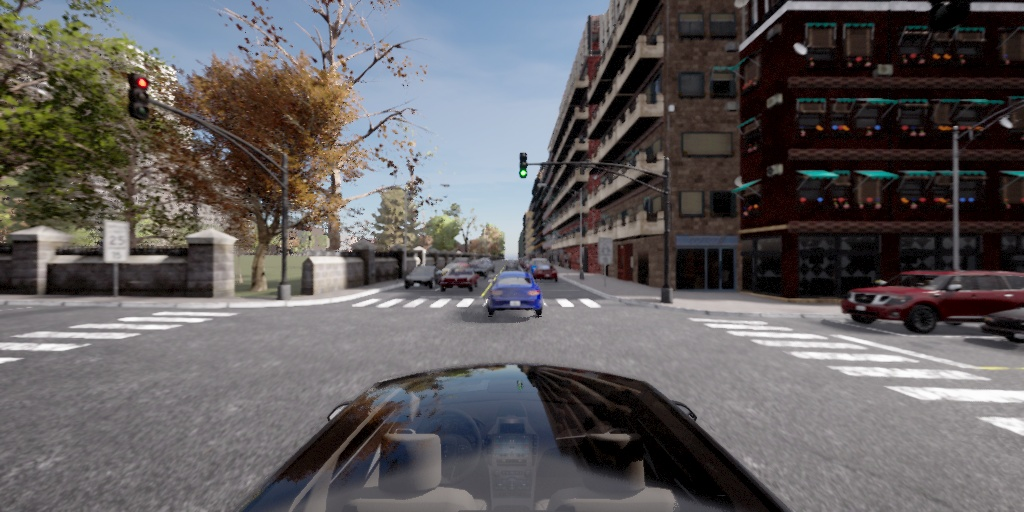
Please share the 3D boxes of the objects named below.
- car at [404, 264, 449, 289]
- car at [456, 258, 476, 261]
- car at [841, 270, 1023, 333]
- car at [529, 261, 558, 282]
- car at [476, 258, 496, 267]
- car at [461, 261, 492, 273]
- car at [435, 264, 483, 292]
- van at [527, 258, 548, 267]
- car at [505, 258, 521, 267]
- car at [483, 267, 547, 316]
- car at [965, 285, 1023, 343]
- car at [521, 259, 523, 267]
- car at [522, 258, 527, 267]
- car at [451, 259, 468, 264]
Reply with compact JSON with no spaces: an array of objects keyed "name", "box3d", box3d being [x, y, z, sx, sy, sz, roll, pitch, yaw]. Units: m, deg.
[{"name":"car","box3d":[-5.696,1.348,23.606,1.948,1.339,4.313,0,0,0]},{"name":"car","box3d":[-5.700,1.131,40.497,2.192,1.841,5.009,0,0,0]},{"name":"car","box3d":[13.446,1.360,11.270,5.009,1.841,2.192,0,0,-1]},{"name":"car","box3d":[2.683,1.338,29.238,1.888,1.381,4.507,0,0,0]},{"name":"car","box3d":[-3.077,1.316,44.371,2.128,1.511,4.902,0,0,0]},{"name":"car","box3d":[-3.085,1.399,32.071,1.895,1.301,4.718,0,0,0]},{"name":"car","box3d":[-3.100,1.381,21.909,1.895,1.301,4.718,0,0,0]},{"name":"van","box3d":[2.682,1.145,34.869,1.690,1.789,3.998,0,0,0]},{"name":"car","box3d":[-0.013,1.336,52.292,2.128,1.511,4.902,0,0,0]},{"name":"car","box3d":[0.096,1.292,13.270,1.812,1.442,4.674,0,0,0]},{"name":"car","box3d":[15.014,1.609,8.697,5.357,1.411,2.033,1,0,-1]},{"name":"car","box3d":[2.677,1.394,51.759,2.007,1.370,4.403,0,0,0]},{"name":"car","box3d":[2.679,1.269,46.129,1.967,1.591,4.097,0,0,0]},{"name":"car","box3d":[-5.698,1.329,34.698,1.751,1.417,4.829,0,0,0]}]
